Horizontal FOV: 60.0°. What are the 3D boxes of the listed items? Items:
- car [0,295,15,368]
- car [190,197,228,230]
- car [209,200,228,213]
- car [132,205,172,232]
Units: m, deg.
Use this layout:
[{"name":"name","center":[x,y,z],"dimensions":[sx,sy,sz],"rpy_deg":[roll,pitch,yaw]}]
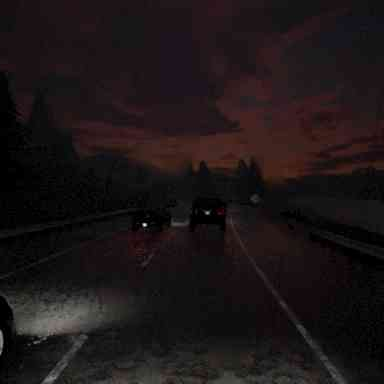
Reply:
[{"name":"car","center":[-3.326,1.513,2.546],"dimensions":[1.837,1.490,4.892],"rpy_deg":[0,0,1]},{"name":"car","center":[1.101,1.327,21.904],"dimensions":[2.150,2.045,5.566],"rpy_deg":[0,0,5]},{"name":"car","center":[3.389,1.746,41.282],"dimensions":[2.033,1.411,5.357],"rpy_deg":[0,0,9]},{"name":"car","center":[-2.474,1.601,21.071],"dimensions":[1.837,1.490,4.892],"rpy_deg":[0,0,4]}]
